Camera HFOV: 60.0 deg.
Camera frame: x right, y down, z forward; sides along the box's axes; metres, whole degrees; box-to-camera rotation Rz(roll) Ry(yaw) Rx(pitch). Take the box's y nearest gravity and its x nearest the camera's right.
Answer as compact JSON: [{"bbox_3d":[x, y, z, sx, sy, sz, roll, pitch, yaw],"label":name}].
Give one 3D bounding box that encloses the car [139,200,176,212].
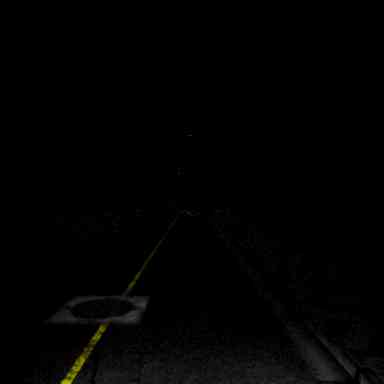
[{"bbox_3d":[-4.639,1.918,45.112,4.892,1.490,1.837,2,-1,0],"label":"car"}]
